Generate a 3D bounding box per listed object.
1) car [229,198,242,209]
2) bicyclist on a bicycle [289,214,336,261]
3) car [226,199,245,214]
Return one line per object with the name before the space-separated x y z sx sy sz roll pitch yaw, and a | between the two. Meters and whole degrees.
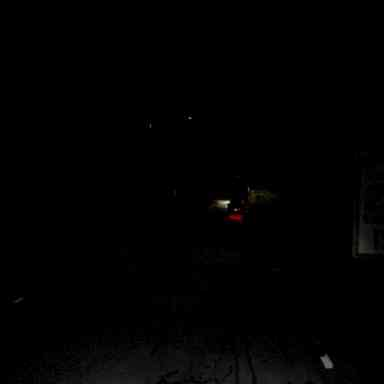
car | 6.633 1.752 50.578 1.812 1.442 4.674 2 0 7
bicyclist on a bicycle | 4.330 1.613 11.848 1.656 1.620 0.582 5 1 7
car | 4.990 1.653 38.076 1.837 1.490 4.892 2 0 7
